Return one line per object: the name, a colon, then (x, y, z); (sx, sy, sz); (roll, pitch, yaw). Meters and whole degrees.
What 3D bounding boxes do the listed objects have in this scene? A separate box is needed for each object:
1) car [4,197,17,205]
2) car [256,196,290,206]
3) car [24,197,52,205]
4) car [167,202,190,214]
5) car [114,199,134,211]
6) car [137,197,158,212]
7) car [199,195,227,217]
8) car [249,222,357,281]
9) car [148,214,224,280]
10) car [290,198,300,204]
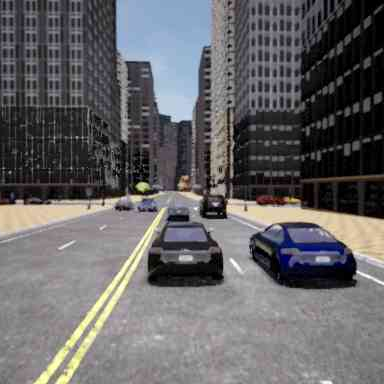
car: (-31.166, 1.539, 54.809); (4.206, 1.307, 1.802); (0, 0, -2)
car: (13.415, 1.553, 56.593); (5.009, 1.841, 2.192); (0, 0, -2)
car: (-25.483, 1.560, 54.987); (4.313, 1.339, 1.947); (0, 0, -2)
car: (-1.147, 1.585, 28.104); (2.033, 1.411, 5.357); (0, 0, -3)
car: (-8.593, 1.615, 42.510); (2.033, 1.411, 5.357); (0, 0, -3)
car: (-5.173, 1.407, 39.042); (2.097, 1.767, 4.553); (0, 0, -3)
car: (1.921, 1.254, 31.516); (2.150, 2.045, 5.566); (0, 0, -3)
car: (3.028, 1.571, 9.907); (1.994, 1.385, 4.181); (0, 0, -2)
car: (-0.229, 1.580, 10.073); (1.994, 1.385, 4.181); (0, 0, -2)
car: (18.561, 1.674, 65.174); (4.829, 1.417, 1.752); (0, 0, -2)
